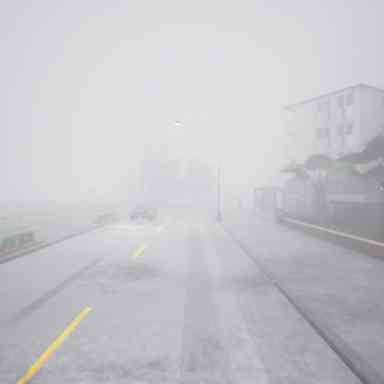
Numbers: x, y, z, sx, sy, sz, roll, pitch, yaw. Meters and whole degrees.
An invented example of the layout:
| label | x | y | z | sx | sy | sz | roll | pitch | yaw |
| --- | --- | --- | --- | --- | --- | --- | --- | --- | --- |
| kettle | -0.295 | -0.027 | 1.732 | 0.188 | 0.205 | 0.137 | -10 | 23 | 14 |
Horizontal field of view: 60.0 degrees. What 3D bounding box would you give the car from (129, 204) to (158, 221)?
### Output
| label | x | y | z | sx | sy | sz | roll | pitch | yaw |
| --- | --- | --- | --- | --- | --- | --- | --- | --- | --- |
| car | -4.002 | 1.696 | 28.040 | 1.895 | 1.301 | 4.718 | 0 | 0 | 0 |
